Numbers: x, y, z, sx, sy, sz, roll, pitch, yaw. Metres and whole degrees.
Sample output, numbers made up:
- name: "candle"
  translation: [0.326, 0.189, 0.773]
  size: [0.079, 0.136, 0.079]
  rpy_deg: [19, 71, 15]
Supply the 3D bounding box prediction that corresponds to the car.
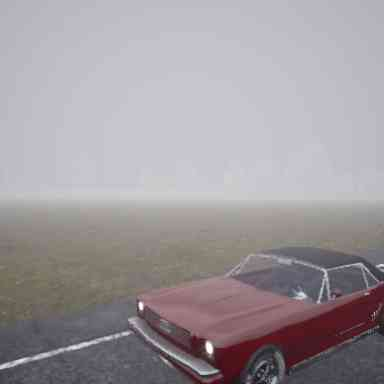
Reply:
- name: "car"
  translation: [1.492, 1.597, 5.056]
  size: [4.718, 1.301, 1.895]
  rpy_deg: [0, 0, -35]
